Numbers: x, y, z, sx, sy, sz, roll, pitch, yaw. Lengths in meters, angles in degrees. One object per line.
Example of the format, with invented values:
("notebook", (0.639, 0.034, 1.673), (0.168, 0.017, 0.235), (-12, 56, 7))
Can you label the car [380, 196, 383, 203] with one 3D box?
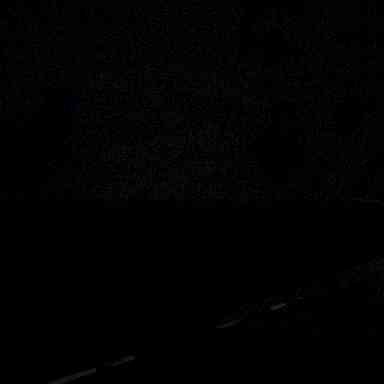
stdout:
("car", (33.086, 1.228, 55.796), (1.895, 1.301, 4.718), (1, 1, 16))
